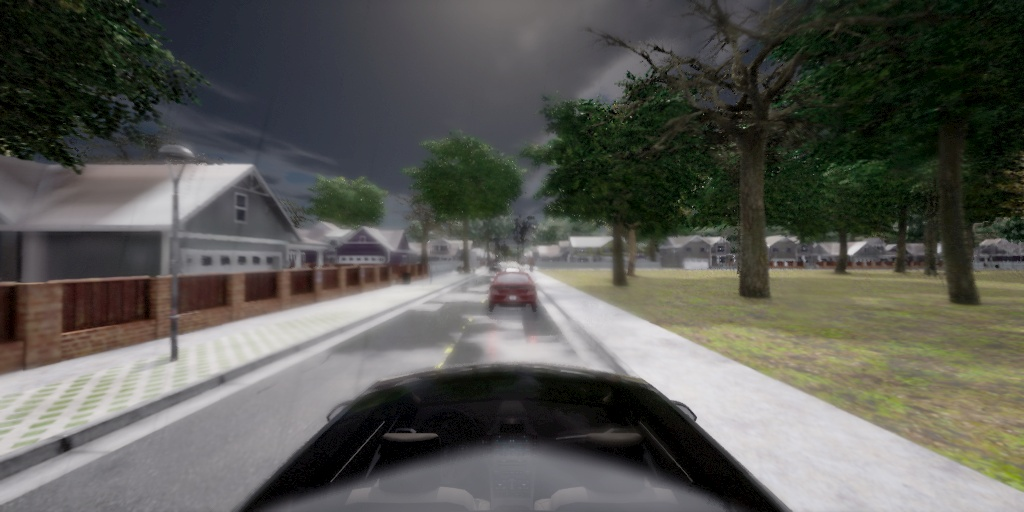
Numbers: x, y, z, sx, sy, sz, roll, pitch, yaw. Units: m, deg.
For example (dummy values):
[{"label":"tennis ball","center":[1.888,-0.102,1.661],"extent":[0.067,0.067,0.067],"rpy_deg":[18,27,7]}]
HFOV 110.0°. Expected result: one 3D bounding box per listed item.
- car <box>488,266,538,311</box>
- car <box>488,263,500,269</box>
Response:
[{"label":"car","center":[0.051,1.383,15.413],"extent":[1.882,1.535,5.008],"rpy_deg":[0,0,0]},{"label":"car","center":[-2.796,1.905,59.096],"extent":[1.837,1.490,4.892],"rpy_deg":[0,-1,1]}]
